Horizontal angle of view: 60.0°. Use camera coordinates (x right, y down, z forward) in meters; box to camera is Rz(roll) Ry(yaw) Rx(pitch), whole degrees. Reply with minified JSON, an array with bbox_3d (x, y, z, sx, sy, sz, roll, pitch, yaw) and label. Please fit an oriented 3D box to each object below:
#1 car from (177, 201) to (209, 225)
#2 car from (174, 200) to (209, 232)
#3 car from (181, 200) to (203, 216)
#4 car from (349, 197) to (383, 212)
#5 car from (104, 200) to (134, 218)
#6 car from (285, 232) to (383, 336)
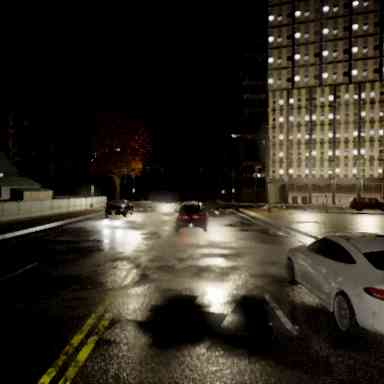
[{"bbox_3d":[0.078,1.487,24.827,2.128,1.511,4.902,0,0,0],"label":"car"},{"bbox_3d":[-0.034,1.500,20.002,1.837,1.490,4.892,0,0,0],"label":"car"},{"bbox_3d":[-0.001,1.547,33.855,2.033,1.411,5.357,0,0,0],"label":"car"},{"bbox_3d":[23.011,1.651,42.887,5.009,1.841,2.192,0,2,20],"label":"car"},{"bbox_3d":[-6.509,1.490,30.050,2.128,1.511,4.902,0,0,0],"label":"car"},{"bbox_3d":[3.250,1.523,6.530,1.812,1.442,4.674,0,0,0],"label":"car"}]
